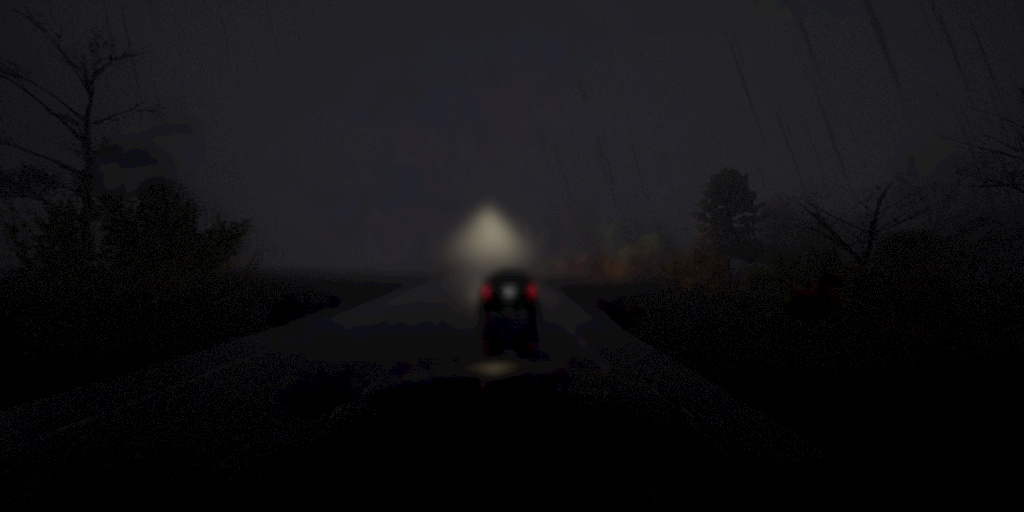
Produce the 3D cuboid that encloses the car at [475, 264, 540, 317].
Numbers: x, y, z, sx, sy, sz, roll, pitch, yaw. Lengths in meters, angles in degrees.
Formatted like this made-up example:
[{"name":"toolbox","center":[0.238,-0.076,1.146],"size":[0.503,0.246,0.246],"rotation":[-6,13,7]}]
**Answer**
[{"name":"car","center":[-0.113,1.259,14.080],"size":[2.097,1.767,4.553],"rotation":[0,-1,-1]}]
